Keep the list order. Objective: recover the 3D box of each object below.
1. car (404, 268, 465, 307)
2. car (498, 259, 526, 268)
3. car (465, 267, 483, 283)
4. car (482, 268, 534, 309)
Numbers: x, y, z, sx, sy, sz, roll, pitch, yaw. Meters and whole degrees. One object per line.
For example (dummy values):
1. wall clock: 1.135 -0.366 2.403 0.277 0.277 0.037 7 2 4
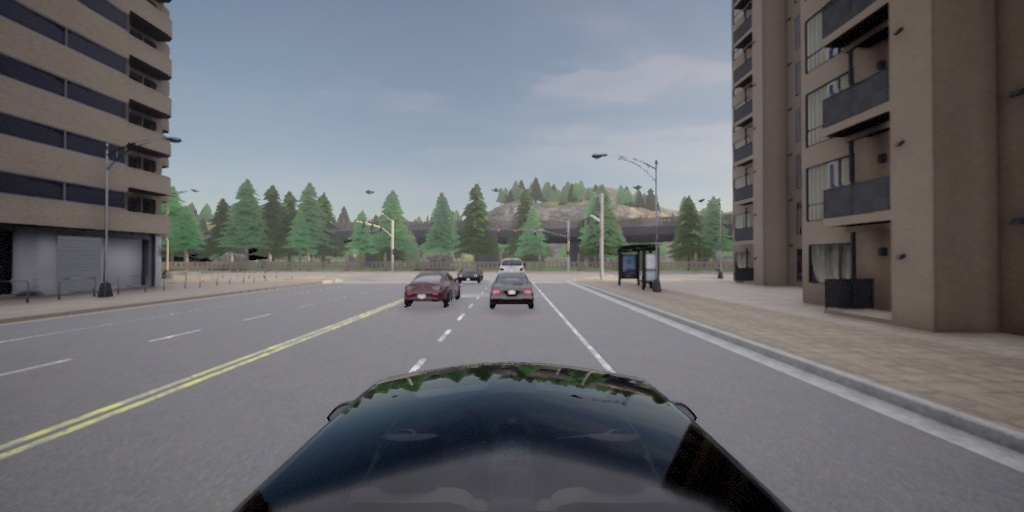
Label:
1. car: -3.500 1.412 16.233 1.812 1.442 4.674 0 0 0
2. car: 0.005 1.237 30.880 2.150 2.045 5.566 0 0 1
3. car: -3.526 1.623 30.952 1.895 1.301 4.718 0 0 -1
4. car: -0.006 1.429 15.840 2.033 1.411 5.357 0 -1 0
